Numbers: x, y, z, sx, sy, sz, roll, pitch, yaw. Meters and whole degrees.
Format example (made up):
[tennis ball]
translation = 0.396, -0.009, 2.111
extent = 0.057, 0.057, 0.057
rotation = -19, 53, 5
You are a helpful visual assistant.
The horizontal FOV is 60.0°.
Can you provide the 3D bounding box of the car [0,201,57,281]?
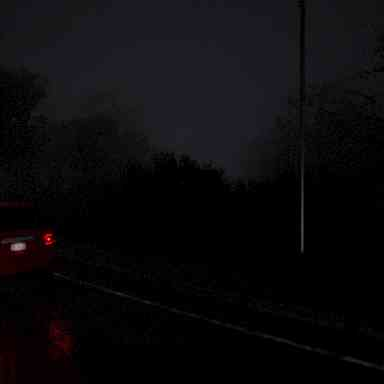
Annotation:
[car]
translation = -5.713, 1.245, 8.835
extent = 5.566, 2.045, 2.150
rotation = 0, 0, 41
